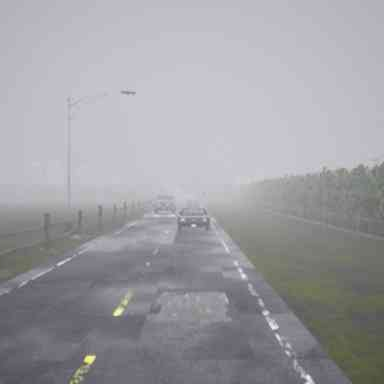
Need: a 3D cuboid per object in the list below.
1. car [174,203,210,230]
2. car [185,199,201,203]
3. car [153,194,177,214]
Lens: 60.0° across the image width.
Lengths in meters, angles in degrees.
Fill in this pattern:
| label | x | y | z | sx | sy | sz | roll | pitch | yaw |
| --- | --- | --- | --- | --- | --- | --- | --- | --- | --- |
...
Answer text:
| label | x | y | z | sx | sy | sz | roll | pitch | yaw |
| --- | --- | --- | --- | --- | --- | --- | --- | --- | --- |
| car | 0.090 | 1.597 | 20.944 | 1.895 | 1.301 | 4.718 | 0 | 0 | 0 |
| car | 0.101 | 1.534 | 39.475 | 2.033 | 1.411 | 5.357 | 0 | 0 | 0 |
| car | -2.847 | 1.209 | 36.084 | 2.150 | 2.045 | 5.566 | 0 | 0 | 0 |
